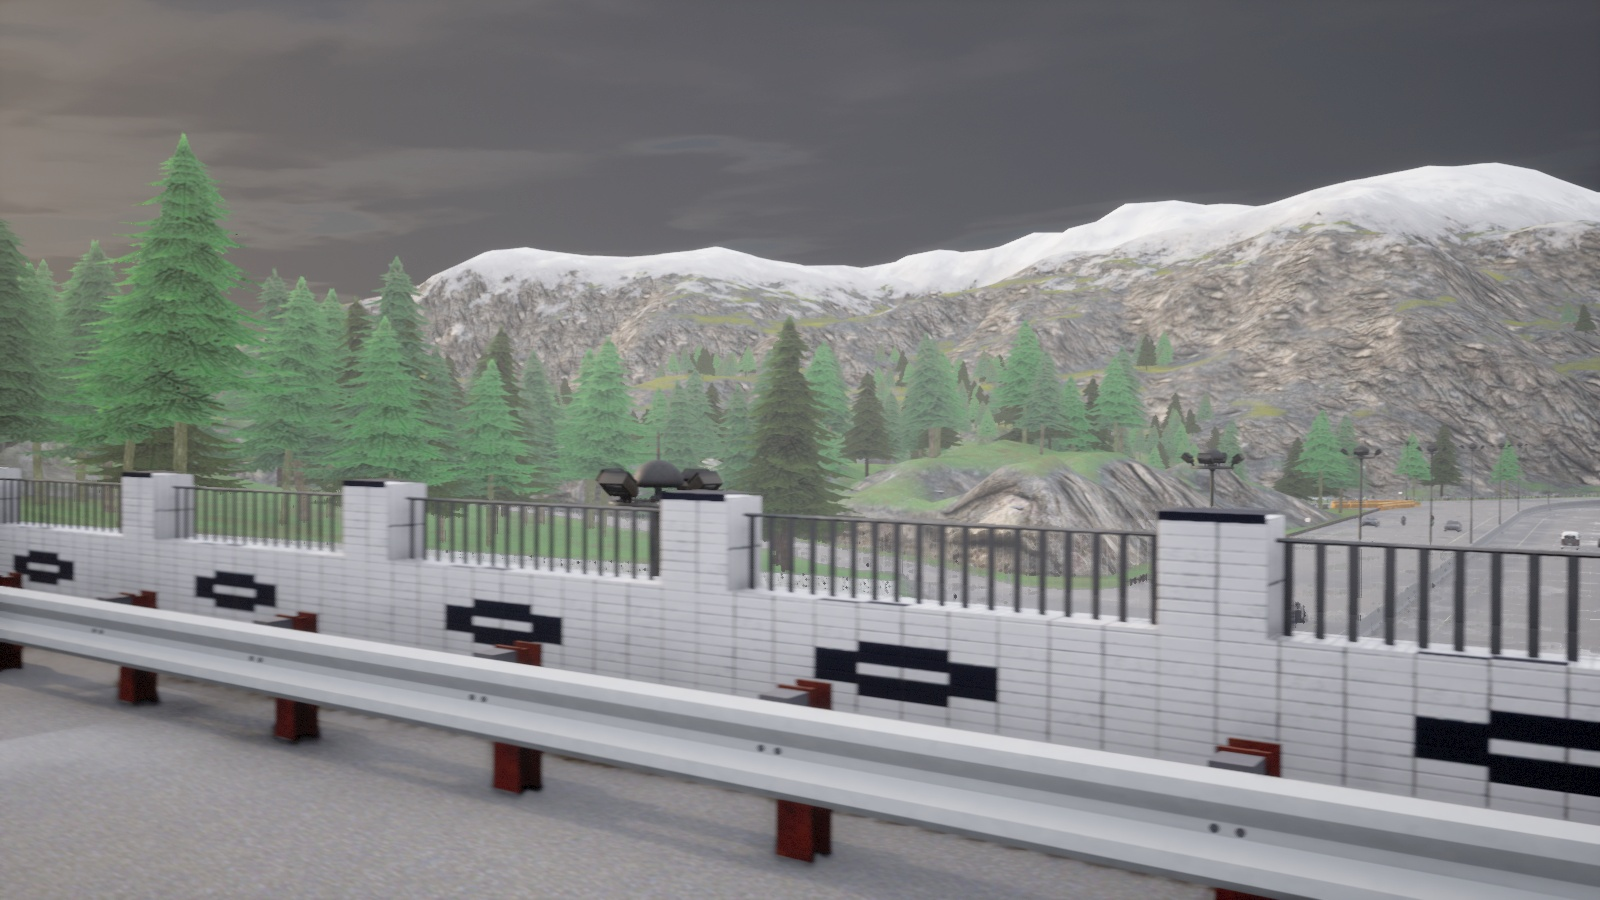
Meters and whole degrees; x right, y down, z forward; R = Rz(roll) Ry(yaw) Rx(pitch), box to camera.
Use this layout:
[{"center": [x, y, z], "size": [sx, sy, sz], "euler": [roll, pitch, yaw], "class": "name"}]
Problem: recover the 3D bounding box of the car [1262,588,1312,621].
[{"center": [32.520, 10.262, 83.701], "size": [2.163, 1.488, 4.792], "euler": [0, 1, 33], "class": "car"}]
